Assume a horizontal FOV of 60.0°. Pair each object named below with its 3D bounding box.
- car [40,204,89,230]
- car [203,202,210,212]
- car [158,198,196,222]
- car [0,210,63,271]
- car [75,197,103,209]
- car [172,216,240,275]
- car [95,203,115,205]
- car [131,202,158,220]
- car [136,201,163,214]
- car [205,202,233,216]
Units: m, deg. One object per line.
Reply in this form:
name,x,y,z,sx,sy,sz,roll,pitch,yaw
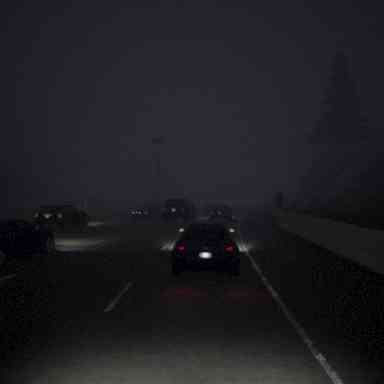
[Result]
car,-8.943,1.608,23.235,2.097,1.767,4.553,0,-1,7
car,2.873,2.150,47.554,1.994,1.385,4.181,0,-1,15
car,-1.038,1.581,29.688,2.150,2.045,5.566,0,-1,10
car,-6.519,1.597,11.316,1.882,1.535,5.008,0,-1,3
car,-18.913,1.911,61.365,2.150,2.045,5.566,0,-1,17
car,0.480,1.700,10.987,1.994,1.385,4.181,0,-1,3
car,-15.566,2.249,60.314,1.994,1.385,4.181,0,-1,17
car,-4.213,1.924,31.942,2.033,1.411,5.357,0,-1,10
car,-5.415,1.990,43.499,1.882,1.535,5.008,0,-1,13
car,2.882,1.944,31.897,2.033,1.411,5.357,0,-1,10
